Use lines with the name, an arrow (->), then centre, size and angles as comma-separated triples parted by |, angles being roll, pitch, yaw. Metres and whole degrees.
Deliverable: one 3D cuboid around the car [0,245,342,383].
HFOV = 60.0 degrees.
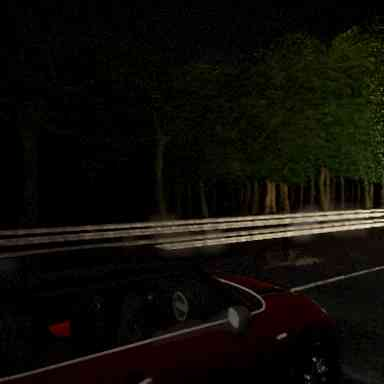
car -> -0.519, 1.348, 3.325 | 4.553, 1.767, 2.097 | 0, 0, -35
